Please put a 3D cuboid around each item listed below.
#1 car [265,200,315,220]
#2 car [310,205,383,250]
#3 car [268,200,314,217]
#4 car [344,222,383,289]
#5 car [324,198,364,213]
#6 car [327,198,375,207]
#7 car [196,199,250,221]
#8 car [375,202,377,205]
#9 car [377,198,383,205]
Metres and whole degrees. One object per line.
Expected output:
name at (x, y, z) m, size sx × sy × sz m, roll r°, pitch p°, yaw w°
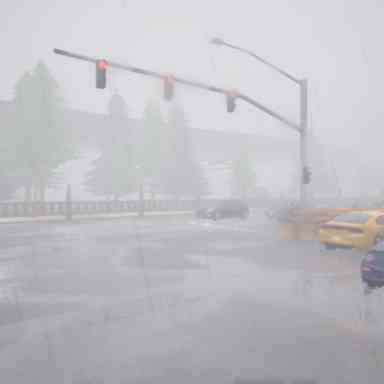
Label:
car at (8.012, 1.497, 26.919) m, size 4.902 × 1.511 × 2.128 m, roll 0°, pitch 0°, yaw -37°
car at (7.056, 1.481, 13.074) m, size 5.008 × 1.535 × 1.882 m, roll 0°, pitch 0°, yaw -35°
car at (9.730, 1.533, 32.405) m, size 4.674 × 1.442 × 1.812 m, roll 0°, pitch 0°, yaw -35°
car at (5.807, 1.528, 7.887) m, size 4.674 × 1.442 × 1.812 m, roll 0°, pitch 0°, yaw -35°
car at (17.318, 1.514, 37.755) m, size 4.892 × 1.490 × 1.837 m, roll 0°, pitch 0°, yaw -35°
car at (15.386, 1.534, 32.111) m, size 4.674 × 1.442 × 1.812 m, roll 0°, pitch 0°, yaw -36°
car at (2.550, 1.357, 27.300) m, size 4.553 × 1.767 × 2.097 m, roll 0°, pitch 0°, yaw -35°
car at (25.701, 1.489, 43.692) m, size 5.008 × 1.535 × 1.882 m, roll 0°, pitch 0°, yaw -35°
car at (23.390, 1.574, 37.744) m, size 4.181 × 1.385 × 1.994 m, roll 0°, pitch 0°, yaw -35°
